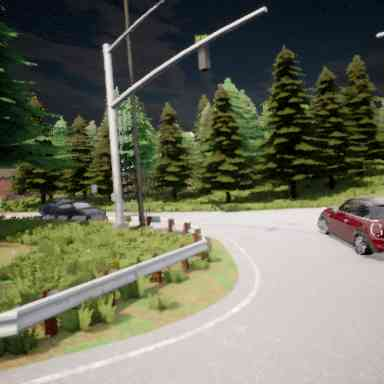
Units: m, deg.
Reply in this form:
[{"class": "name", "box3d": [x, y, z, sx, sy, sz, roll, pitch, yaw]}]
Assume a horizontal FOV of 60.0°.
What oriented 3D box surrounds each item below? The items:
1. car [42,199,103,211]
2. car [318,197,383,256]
[{"class": "car", "box3d": [-7.934, 1.361, 23.031, 4.674, 1.442, 1.812, -2, 3, 34]}, {"class": "car", "box3d": [6.293, 0.968, 11.941, 2.097, 1.767, 4.553, -2, 5, 1]}]
